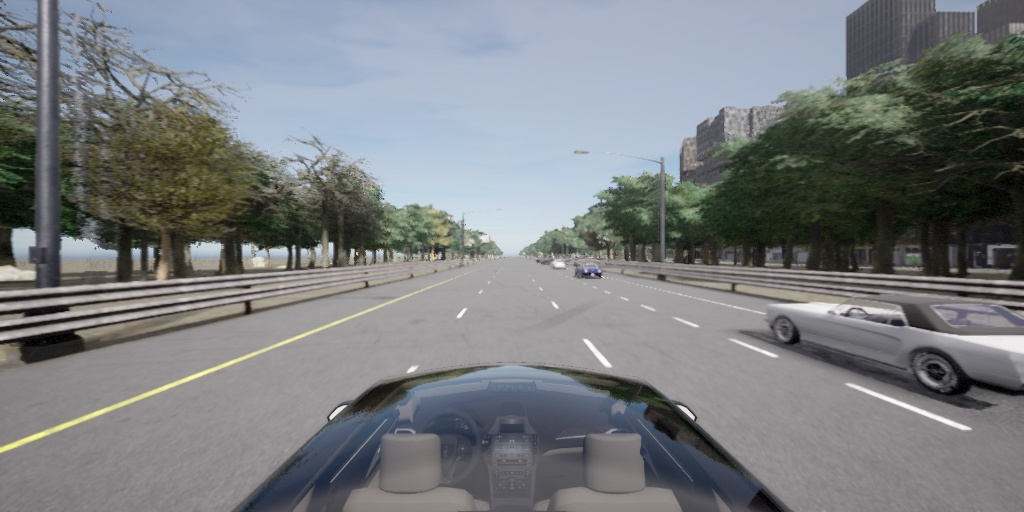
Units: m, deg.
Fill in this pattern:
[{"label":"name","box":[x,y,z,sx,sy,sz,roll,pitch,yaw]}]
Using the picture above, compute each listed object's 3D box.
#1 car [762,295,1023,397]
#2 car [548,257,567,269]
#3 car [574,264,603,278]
[{"label":"car","box":[6.997,1.354,6.536,1.895,1.301,4.718,0,0,0]},{"label":"car","box":[7.075,1.289,55.425,1.812,1.442,4.674,0,0,0]},{"label":"car","box":[7.033,1.361,33.469,1.895,1.301,4.718,0,0,0]}]
